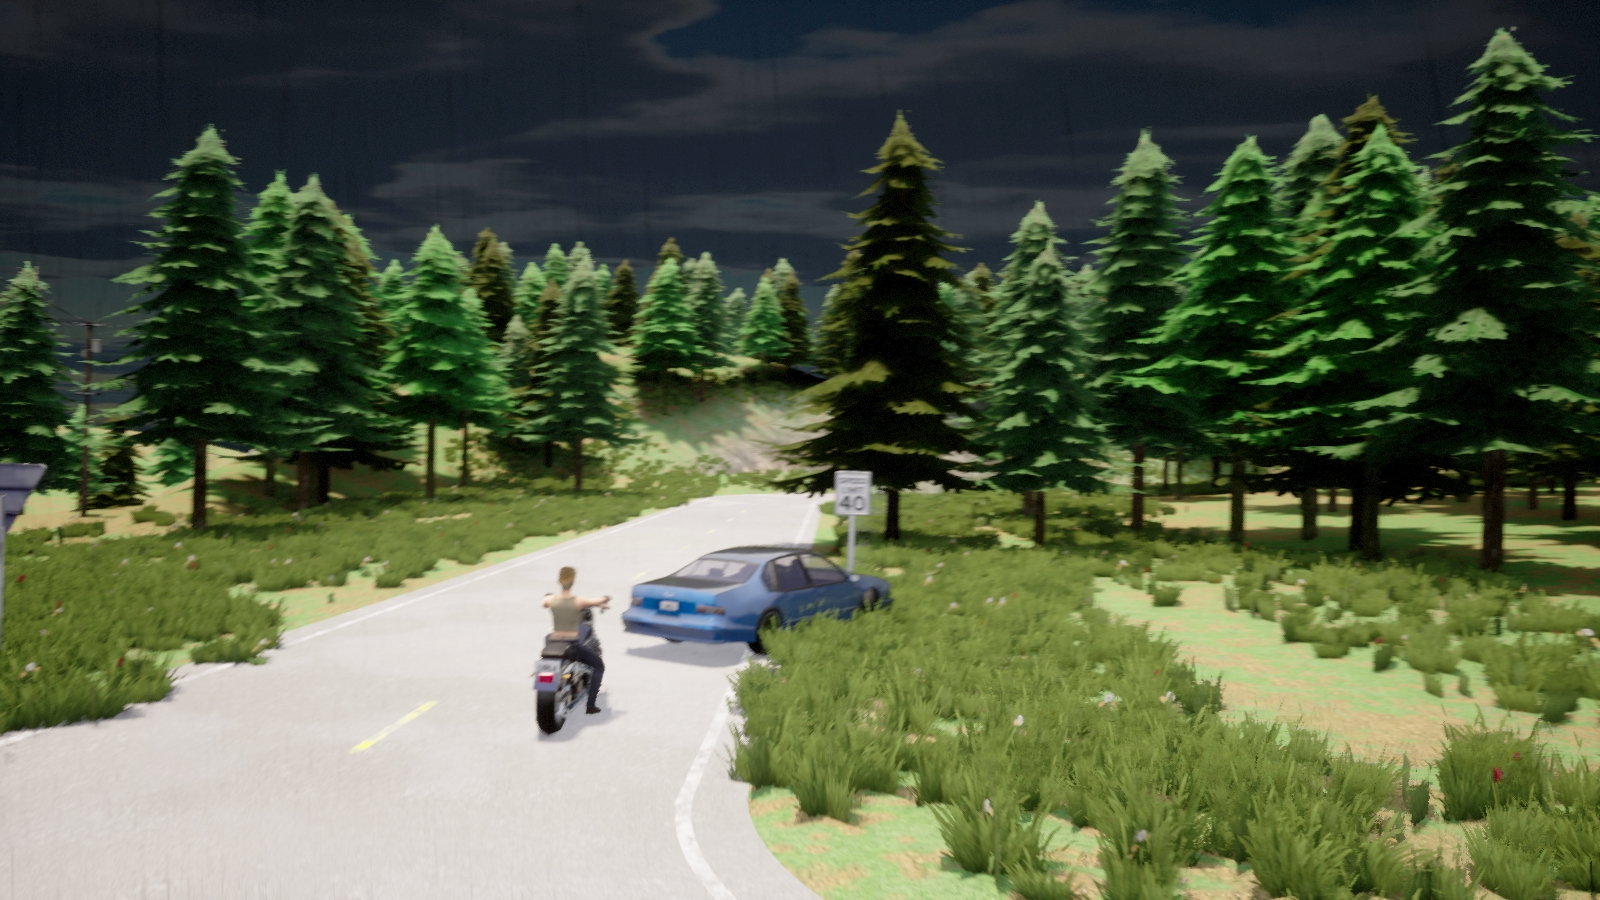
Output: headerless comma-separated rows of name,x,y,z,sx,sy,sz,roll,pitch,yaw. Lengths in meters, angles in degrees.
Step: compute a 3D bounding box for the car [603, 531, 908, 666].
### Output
car,-0.459,2.135,17.712,2.033,1.411,5.357,1,0,32
